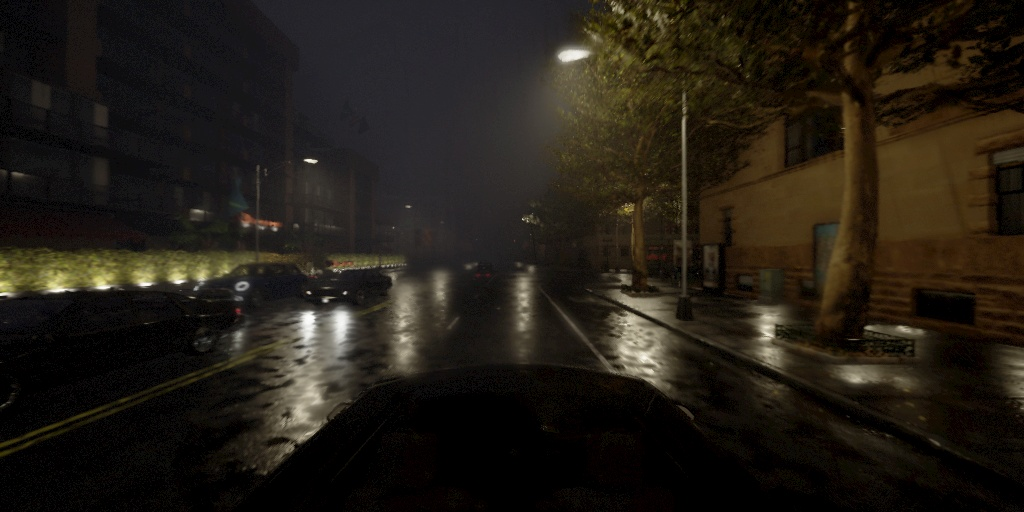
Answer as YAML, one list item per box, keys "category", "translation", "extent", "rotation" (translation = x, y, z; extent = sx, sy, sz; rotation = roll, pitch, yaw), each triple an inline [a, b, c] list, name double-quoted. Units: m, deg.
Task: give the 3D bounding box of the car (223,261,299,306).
- category: "car"
  translation: [-10.505, 1.097, 14.833]
  extent: [2.097, 1.767, 4.553]
  rotation: [0, 0, 0]

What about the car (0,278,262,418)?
- category: "car"
  translation: [-7.083, 1.295, 5.908]
  extent: [2.033, 1.411, 5.357]
  rotation: [0, 0, 0]

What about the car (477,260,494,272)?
- category: "car"
  translation: [-3.372, 1.240, 45.491]
  extent: [2.128, 1.511, 4.902]
  rotation: [0, 0, 0]

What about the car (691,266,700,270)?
- category: "car"
  translation: [19.433, 1.304, 33.199]
  extent: [5.357, 1.411, 2.033]
  rotation: [0, 0, 1]

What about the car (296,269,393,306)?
- category: "car"
  translation: [-6.991, 1.295, 16.097]
  extent: [2.033, 1.411, 5.357]
  rotation: [0, 0, 0]
